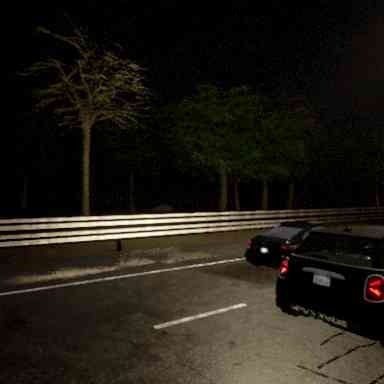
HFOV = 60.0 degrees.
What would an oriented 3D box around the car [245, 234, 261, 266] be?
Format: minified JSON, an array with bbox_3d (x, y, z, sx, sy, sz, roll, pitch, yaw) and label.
[{"bbox_3d":[3.695,1.659,10.685,4.181,1.385,1.994,1,0,-36],"label":"car"}]

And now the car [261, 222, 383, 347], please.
[{"bbox_3d":[3.754,1.422,6.425,4.553,1.767,2.097,1,0,-36],"label":"car"}]
